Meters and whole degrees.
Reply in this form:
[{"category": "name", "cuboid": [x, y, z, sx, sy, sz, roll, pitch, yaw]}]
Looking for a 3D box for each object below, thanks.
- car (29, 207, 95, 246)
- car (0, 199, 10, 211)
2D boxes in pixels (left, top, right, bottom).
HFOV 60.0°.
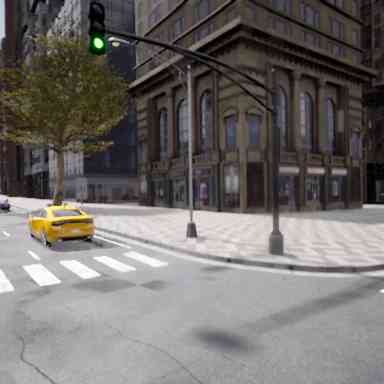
[{"category": "car", "cuboid": [-6.009, 1.394, 15.042, 1.882, 1.535, 5.008, -1, 1, -36]}, {"category": "car", "cuboid": [-21.018, 1.444, 35.992, 1.895, 1.301, 4.718, -1, 1, -36]}]
